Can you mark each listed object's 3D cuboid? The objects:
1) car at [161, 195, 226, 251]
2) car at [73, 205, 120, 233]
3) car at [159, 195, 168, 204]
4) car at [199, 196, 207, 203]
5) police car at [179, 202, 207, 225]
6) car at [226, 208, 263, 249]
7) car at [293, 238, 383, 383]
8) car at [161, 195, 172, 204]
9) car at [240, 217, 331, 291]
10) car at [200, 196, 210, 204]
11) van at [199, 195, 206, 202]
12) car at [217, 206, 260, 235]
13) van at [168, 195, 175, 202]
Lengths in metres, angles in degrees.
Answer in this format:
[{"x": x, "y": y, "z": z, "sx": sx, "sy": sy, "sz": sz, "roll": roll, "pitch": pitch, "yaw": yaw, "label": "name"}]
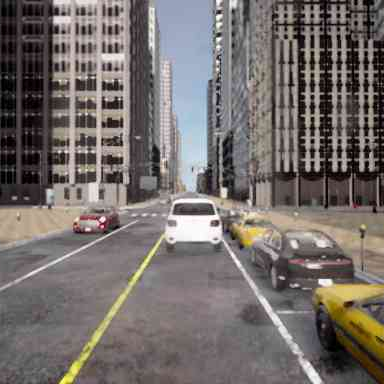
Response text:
[{"x": 0.079, "y": 1.297, "z": 14.558, "sx": 2.150, "sy": 2.045, "sz": 5.566, "roll": 0, "pitch": 0, "yaw": 1, "label": "car"}, {"x": -5.705, "y": 1.540, "z": 20.235, "sx": 1.967, "sy": 1.590, "sz": 4.097, "roll": 0, "pitch": 0, "yaw": 0, "label": "car"}, {"x": -5.844, "y": 1.727, "z": 69.497, "sx": 1.967, "sy": 1.590, "sz": 4.097, "roll": 0, "pitch": 0, "yaw": 0, "label": "car"}, {"x": 2.621, "y": 1.757, "z": 80.872, "sx": 1.967, "sy": 1.590, "sz": 4.097, "roll": 0, "pitch": 0, "yaw": 0, "label": "car"}, {"x": 0.074, "y": 1.634, "z": 26.946, "sx": 2.038, "sy": 1.542, "sz": 4.974, "roll": 0, "pitch": 0, "yaw": 1, "label": "police car"}, {"x": 2.680, "y": 1.600, "z": 14.746, "sx": 1.752, "sy": 1.417, "sz": 4.829, "roll": 0, "pitch": 0, "yaw": 0, "label": "car"}, {"x": 2.690, "y": 1.544, "z": 3.408, "sx": 1.752, "sy": 1.417, "sz": 4.829, "roll": 0, "pitch": 0, "yaw": 0, "label": "car"}, {"x": -5.783, "y": 1.617, "z": 75.184, "sx": 2.192, "sy": 1.841, "sz": 5.009, "roll": 0, "pitch": 0, "yaw": 0, "label": "car"}, {"x": 2.685, "y": 1.597, "z": 8.905, "sx": 2.008, "sy": 1.369, "sz": 4.403, "roll": 0, "pitch": 0, "yaw": 0, "label": "car"}, {"x": 2.727, "y": 1.727, "z": 69.504, "sx": 1.967, "sy": 1.590, "sz": 4.097, "roll": 0, "pitch": 0, "yaw": 0, "label": "car"}, {"x": 2.617, "y": 1.672, "z": 86.557, "sx": 1.690, "sy": 1.788, "sz": 3.998, "roll": 0, "pitch": 0, "yaw": 0, "label": "van"}, {"x": 2.675, "y": 1.651, "z": 20.243, "sx": 2.008, "sy": 1.369, "sz": 4.403, "roll": 0, "pitch": 0, "yaw": 0, "label": "car"}, {"x": -5.769, "y": 1.685, "z": 92.239, "sx": 1.690, "sy": 1.788, "sz": 3.998, "roll": 0, "pitch": 0, "yaw": 0, "label": "van"}]
